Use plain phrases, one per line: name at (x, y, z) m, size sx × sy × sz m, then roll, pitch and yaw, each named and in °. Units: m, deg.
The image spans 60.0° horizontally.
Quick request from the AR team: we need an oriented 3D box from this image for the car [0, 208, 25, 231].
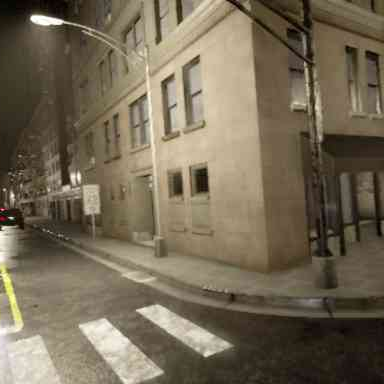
car at (-18.040, 2.691, 33.099) m, size 2.150 × 2.045 × 5.566 m, roll -4°, pitch 0°, yaw -32°
